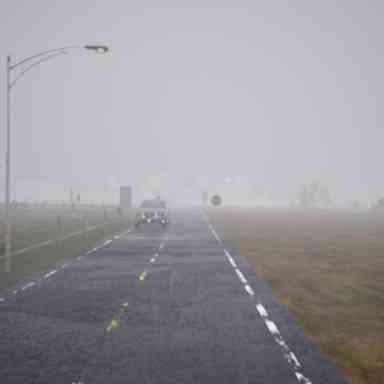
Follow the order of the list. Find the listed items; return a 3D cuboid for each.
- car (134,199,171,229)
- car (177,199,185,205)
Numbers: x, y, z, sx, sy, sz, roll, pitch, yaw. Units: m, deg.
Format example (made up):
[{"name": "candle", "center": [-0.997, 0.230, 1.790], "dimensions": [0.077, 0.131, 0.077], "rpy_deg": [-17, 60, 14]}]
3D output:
[{"name": "car", "center": [-2.774, 1.545, 24.516], "dimensions": [2.150, 2.045, 5.566], "rpy_deg": [0, -1, 1]}, {"name": "car", "center": [-2.737, 2.606, 84.145], "dimensions": [1.837, 1.490, 4.892], "rpy_deg": [0, -1, 0]}]
